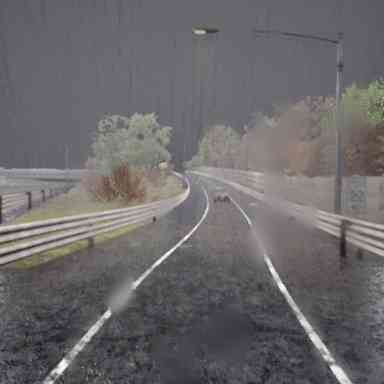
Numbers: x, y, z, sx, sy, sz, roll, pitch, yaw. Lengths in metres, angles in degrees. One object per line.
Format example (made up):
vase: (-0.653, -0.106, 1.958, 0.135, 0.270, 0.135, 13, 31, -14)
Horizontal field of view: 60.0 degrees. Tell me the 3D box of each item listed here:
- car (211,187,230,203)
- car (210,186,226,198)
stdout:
car: (3.887, 0.470, 43.970, 2.097, 1.767, 4.553, 1, 3, 2)
car: (4.172, -0.085, 54.149, 2.128, 1.511, 4.902, 0, 5, 0)
